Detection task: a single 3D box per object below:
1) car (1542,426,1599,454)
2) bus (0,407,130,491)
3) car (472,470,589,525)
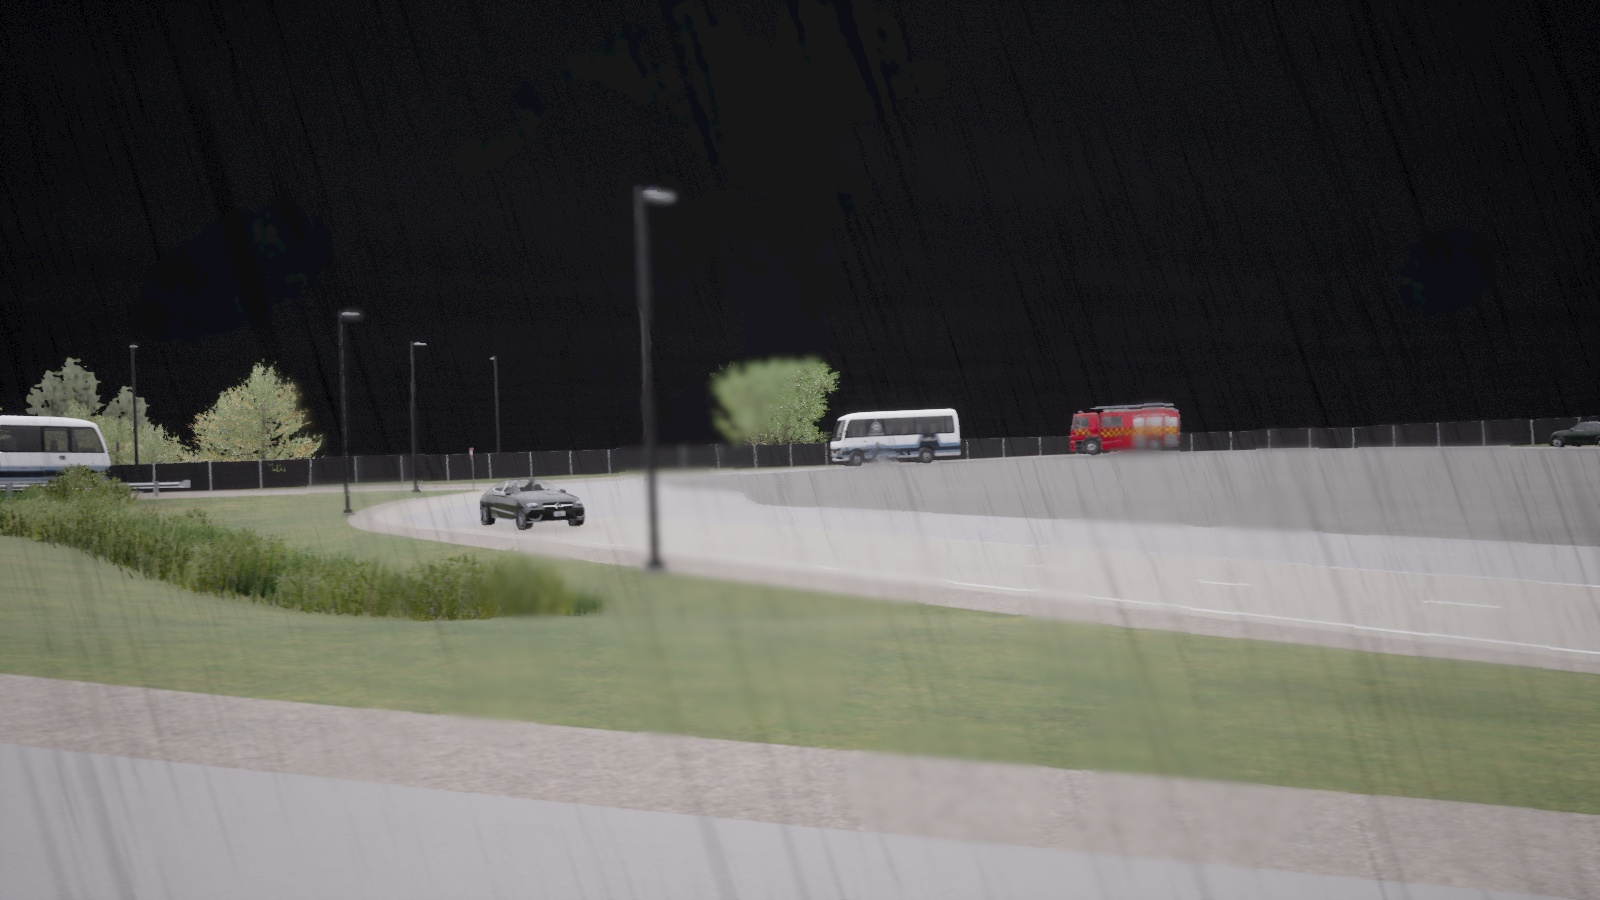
[{"bbox_3d":[50.648,-0.653,80.802,2.097,1.767,4.553,-2,1,-25],"label":"car"},{"bbox_3d":[-41.475,0.019,66.098,3.944,4.253,10.273,-2,-2,34],"label":"bus"},{"bbox_3d":[-9.317,1.574,43.079,2.152,1.651,5.027,-1,1,-35],"label":"car"}]
